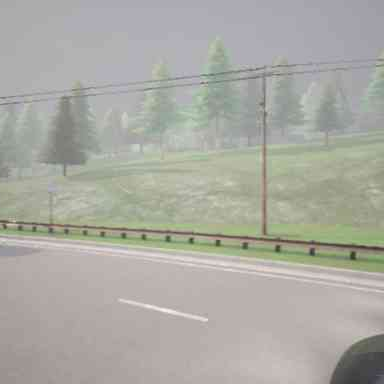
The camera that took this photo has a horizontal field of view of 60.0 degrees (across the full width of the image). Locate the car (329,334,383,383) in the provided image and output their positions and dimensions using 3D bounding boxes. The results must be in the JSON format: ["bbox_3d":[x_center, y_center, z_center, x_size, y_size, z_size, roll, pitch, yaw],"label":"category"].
[{"bbox_3d":[3.207,1.491,1.524,4.892,1.490,1.837,0,0,36],"label":"car"}]
